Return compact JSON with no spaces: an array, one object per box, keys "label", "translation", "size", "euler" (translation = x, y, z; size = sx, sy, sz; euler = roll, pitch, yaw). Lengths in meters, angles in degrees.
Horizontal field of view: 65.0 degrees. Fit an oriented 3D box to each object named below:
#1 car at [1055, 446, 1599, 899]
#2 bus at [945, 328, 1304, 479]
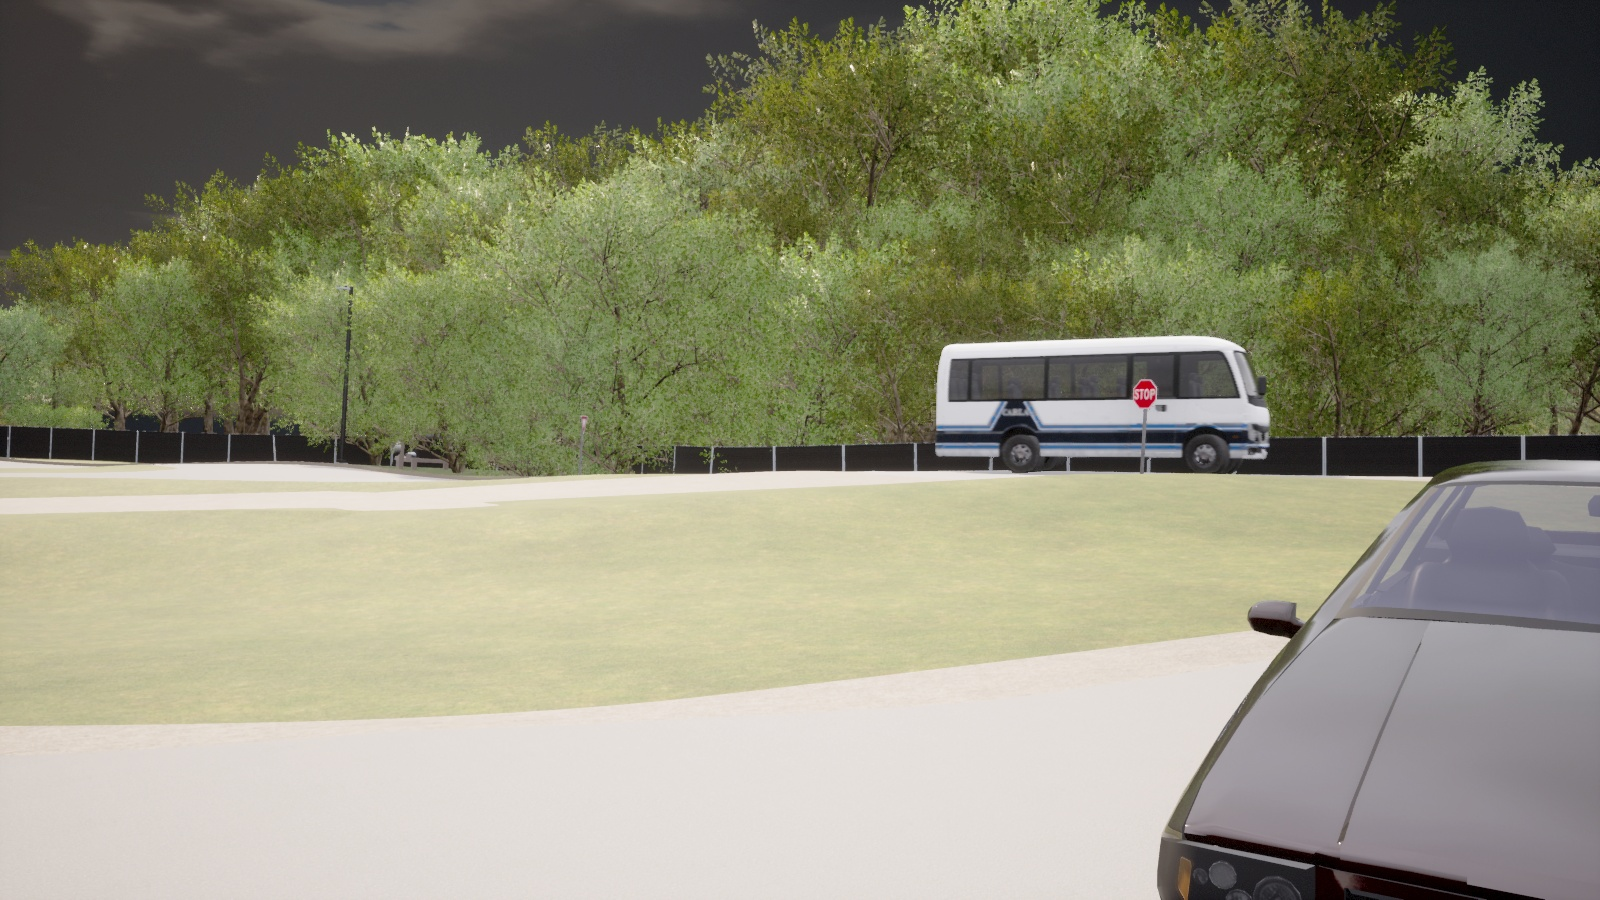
[{"label":"car","translation":[2.823,0.751,4.234],"size":[2.033,1.411,5.357],"euler":[2,2,33]},{"label":"bus","translation":[10.114,-1.348,39.480],"size":[10.273,4.253,3.944],"euler":[0,0,28]}]
